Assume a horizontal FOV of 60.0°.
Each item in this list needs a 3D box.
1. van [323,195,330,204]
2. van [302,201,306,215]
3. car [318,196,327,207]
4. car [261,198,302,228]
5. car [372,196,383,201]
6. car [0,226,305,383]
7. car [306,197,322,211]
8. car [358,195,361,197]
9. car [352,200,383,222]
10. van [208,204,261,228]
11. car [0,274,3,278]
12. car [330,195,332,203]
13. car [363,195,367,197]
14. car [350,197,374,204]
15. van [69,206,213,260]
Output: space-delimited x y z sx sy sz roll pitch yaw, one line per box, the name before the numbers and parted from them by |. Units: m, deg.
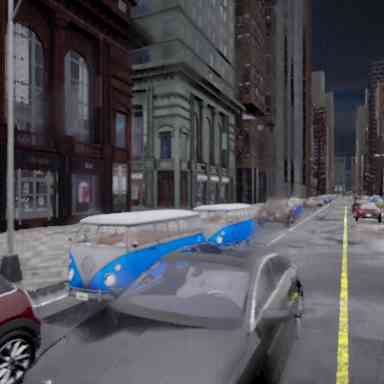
van | 25.026 1.572 64.115 1.690 1.788 3.998 0 0 25
van | 8.407 1.428 28.328 1.690 1.788 3.998 0 0 25
car | 20.278 1.754 53.889 1.947 1.339 4.313 0 0 25
car | 6.033 1.383 23.216 2.192 1.841 5.009 0 0 25
car | 25.713 1.695 45.353 1.752 1.417 4.829 0 0 25
car | 0.254 1.502 4.204 2.128 1.511 4.902 0 0 25
car | 15.530 1.690 43.665 1.887 1.381 4.507 0 0 25
car | 42.258 1.761 80.982 1.967 1.590 4.097 0 0 25
car | 14.496 1.621 27.529 1.812 1.442 4.674 0 0 25
van | 1.286 1.375 12.992 1.690 1.788 3.998 0 0 25
car | -3.462 1.442 2.768 1.967 1.590 4.097 0 0 25
car | 27.400 1.818 69.226 1.947 1.339 4.313 0 0 25
car | 32.763 1.674 60.535 1.967 1.590 4.097 0 0 25
car | 19.398 1.642 38.112 1.837 1.490 4.892 0 0 25
van | -1.088 1.359 7.880 1.690 1.788 3.998 0 0 25
